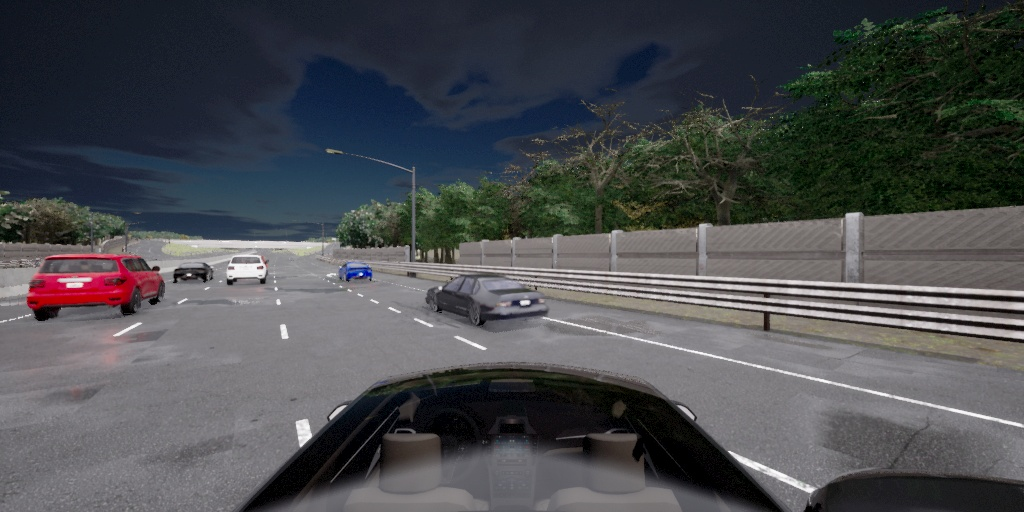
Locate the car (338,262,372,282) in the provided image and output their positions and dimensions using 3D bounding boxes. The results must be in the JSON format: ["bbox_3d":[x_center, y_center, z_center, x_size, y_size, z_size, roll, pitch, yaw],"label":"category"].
[{"bbox_3d":[-12.719,1.214,28.979,1.882,1.535,5.008,0,0,-34],"label":"car"}]

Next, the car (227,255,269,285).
[{"bbox_3d":[-19.272,0.955,26.181,2.150,2.045,5.566,0,0,-34],"label":"car"}]

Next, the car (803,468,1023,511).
[{"bbox_3d":[2.986,1.315,0.431,4.181,1.385,1.994,0,0,34],"label":"car"}]

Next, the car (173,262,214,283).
[{"bbox_3d":[-24.565,1.207,27.790,1.882,1.535,5.008,0,0,-34],"label":"car"}]

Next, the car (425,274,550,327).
[{"bbox_3d":[-1.058,1.295,11.683,2.033,1.411,5.357,0,0,-34],"label":"car"}]

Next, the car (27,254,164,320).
[{"bbox_3d":[-14.596,0.965,12.957,2.150,2.045,5.566,0,0,-34],"label":"car"}]
